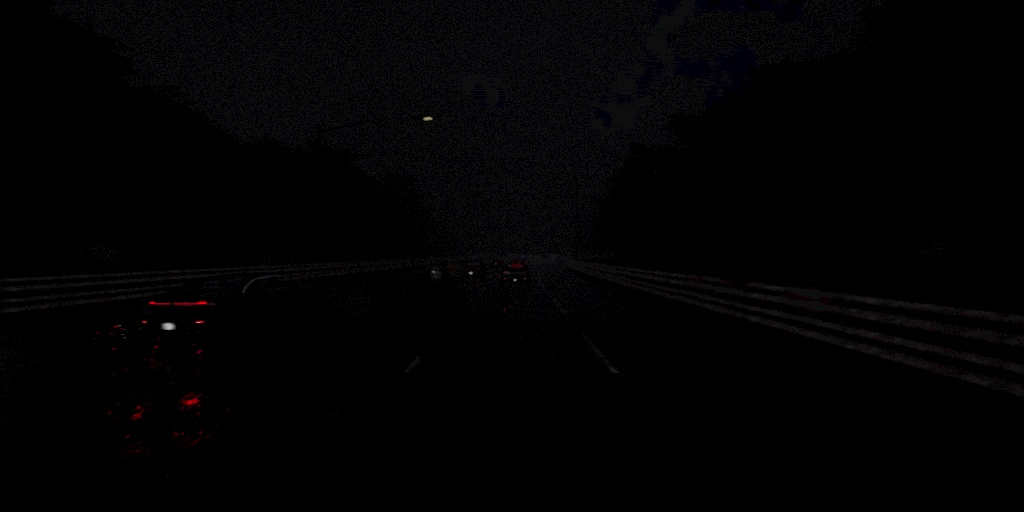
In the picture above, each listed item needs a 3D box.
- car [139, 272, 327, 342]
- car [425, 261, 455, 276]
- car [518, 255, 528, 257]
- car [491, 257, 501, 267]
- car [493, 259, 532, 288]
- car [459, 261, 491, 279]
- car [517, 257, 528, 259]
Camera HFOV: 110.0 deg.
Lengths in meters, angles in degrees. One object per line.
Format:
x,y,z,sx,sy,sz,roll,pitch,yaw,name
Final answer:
-6.879,1.183,9.630,2.128,1.511,4.902,0,0,0,car
-6.480,1.146,32.995,1.895,1.301,4.718,0,0,2,car
1.322,0.951,54.229,1.994,1.385,4.181,0,1,2,car
-2.152,0.914,53.125,1.812,1.442,4.674,0,1,3,car
0.214,1.124,22.519,2.128,1.511,4.902,0,0,1,car
-3.043,1.105,29.430,1.812,1.442,4.674,0,0,2,car
0.591,1.064,36.280,1.812,1.442,4.674,0,0,2,car
